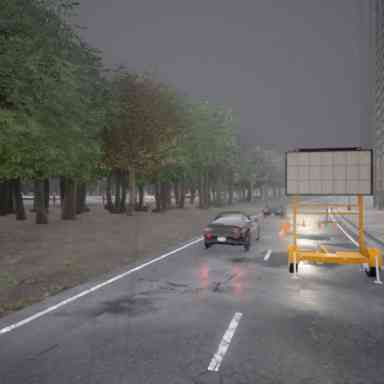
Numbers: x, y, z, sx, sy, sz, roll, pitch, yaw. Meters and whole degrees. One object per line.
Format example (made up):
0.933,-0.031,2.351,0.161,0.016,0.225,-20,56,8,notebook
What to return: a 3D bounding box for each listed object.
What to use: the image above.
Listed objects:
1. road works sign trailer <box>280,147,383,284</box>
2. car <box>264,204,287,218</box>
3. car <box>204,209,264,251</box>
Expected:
3.998,0.503,9.904,2.380,3.560,2.880,0,0,12,road works sign trailer
8.169,1.779,32.463,1.895,1.301,4.718,0,0,20,car
1.825,1.586,14.449,1.812,1.442,4.674,0,0,18,car
